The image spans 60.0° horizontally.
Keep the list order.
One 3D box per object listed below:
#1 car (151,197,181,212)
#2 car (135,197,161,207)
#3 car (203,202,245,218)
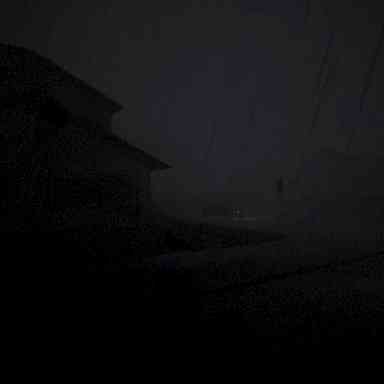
[{"bbox_3d":[-3.179,1.505,38.566,1.837,1.490,4.892,0,0,-35],"label":"car"},{"bbox_3d":[-6.771,1.526,50.817,1.812,1.442,4.674,0,0,-36],"label":"car"},{"bbox_3d":[2.802,1.564,30.098,1.994,1.385,4.181,0,0,-35],"label":"car"}]
